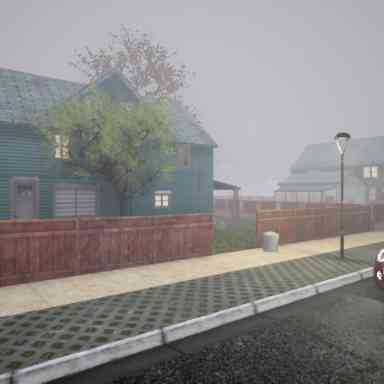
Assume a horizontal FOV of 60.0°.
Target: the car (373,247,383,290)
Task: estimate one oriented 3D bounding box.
[{"bbox_3d":[6.158,1.353,7.724,4.553,1.767,2.097,0,0,-37],"label":"car"}]
